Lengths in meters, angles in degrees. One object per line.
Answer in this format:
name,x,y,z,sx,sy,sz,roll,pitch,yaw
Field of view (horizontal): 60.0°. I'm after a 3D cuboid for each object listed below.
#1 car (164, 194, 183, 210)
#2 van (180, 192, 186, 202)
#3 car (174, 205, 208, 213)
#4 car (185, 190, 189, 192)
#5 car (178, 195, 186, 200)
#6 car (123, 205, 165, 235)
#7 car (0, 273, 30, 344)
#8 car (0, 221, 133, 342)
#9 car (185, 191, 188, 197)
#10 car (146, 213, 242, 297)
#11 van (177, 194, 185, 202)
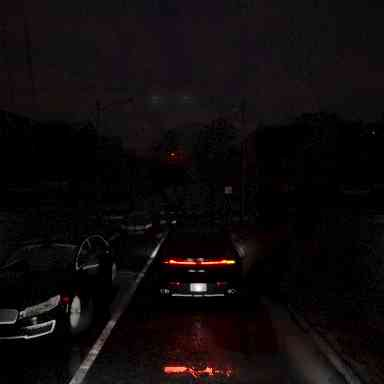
car,-2.623,1.489,44.240,1.967,1.590,4.097,-2,0,0
van,-2.599,1.369,66.396,1.690,1.788,3.998,-1,0,0
car,0.147,1.604,18.652,1.895,1.301,4.718,0,0,1
car,-2.566,1.145,94.110,2.192,1.841,5.009,-1,1,0
car,-2.569,1.442,88.560,2.008,1.369,4.403,-1,0,0
car,-2.642,1.584,17.463,1.802,1.307,4.206,-2,0,0
car,-2.658,1.550,1.120,2.008,1.369,4.403,-2,0,0
car,-2.653,1.549,6.568,2.008,1.369,4.403,-2,0,0
car,-2.595,1.318,71.940,2.192,1.841,5.009,-1,0,0
car,0.111,1.503,8.521,1.837,1.490,4.892,0,0,0
van,-2.587,1.313,77.476,1.690,1.788,3.998,-1,0,0
